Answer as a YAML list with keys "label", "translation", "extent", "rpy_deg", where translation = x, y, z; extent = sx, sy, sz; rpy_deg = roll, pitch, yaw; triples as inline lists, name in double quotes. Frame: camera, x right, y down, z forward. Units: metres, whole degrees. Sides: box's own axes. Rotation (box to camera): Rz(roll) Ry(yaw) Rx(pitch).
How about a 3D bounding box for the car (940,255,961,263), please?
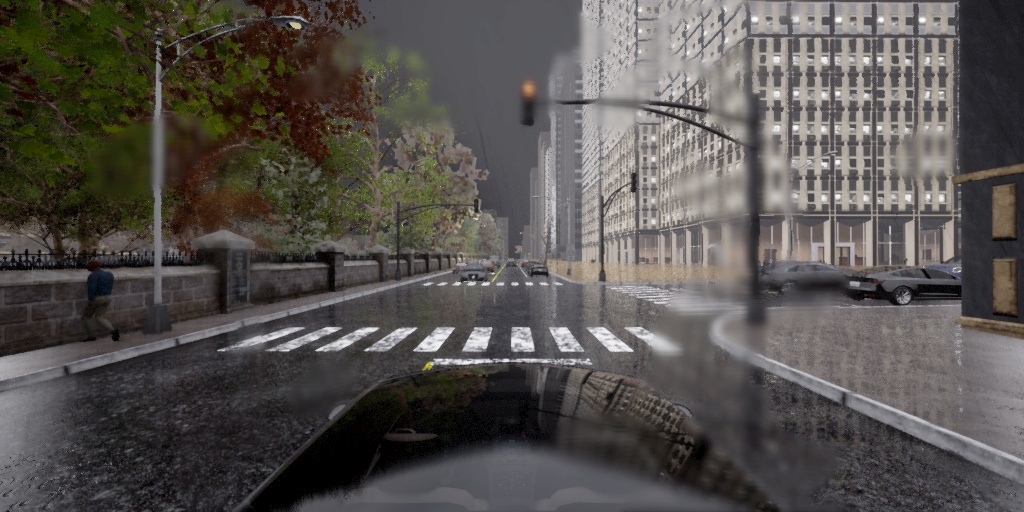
- label: "car"
  translation: [24.505, 0.669, 19.025]
  extent: [4.553, 1.767, 2.097]
  rpy_deg: [-1, 0, 0]

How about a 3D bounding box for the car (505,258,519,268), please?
- label: "car"
  translation: [-0.116, 1.294, 62.551]
  extent: [1.837, 1.490, 4.892]
  rpy_deg: [0, 0, 0]

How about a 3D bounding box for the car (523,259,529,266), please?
- label: "car"
  translation: [2.615, 1.334, 41.353]
  extent: [1.948, 1.339, 4.313]
  rpy_deg: [0, 0, 0]

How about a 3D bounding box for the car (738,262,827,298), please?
- label: "car"
  translation: [12.976, 0.991, 15.801]
  extent: [4.902, 1.511, 2.128]
  rpy_deg: [-1, 0, 1]

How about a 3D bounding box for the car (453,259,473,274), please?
- label: "car"
  translation: [-5.766, 1.350, 41.337]
  extent: [1.802, 1.307, 4.207]
  rpy_deg: [0, 0, 0]

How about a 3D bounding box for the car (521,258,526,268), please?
- label: "car"
  translation: [2.604, 1.338, 46.985]
  extent: [1.948, 1.339, 4.313]
  rpy_deg: [0, 0, 0]

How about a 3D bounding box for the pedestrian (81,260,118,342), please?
- label: "pedestrian"
  translation: [-8.873, 0.892, 7.656]
  extent: [0.375, 1.860, 0.375]
  rpy_deg: [0, 0, 0]

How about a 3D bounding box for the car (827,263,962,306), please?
- label: "car"
  translation: [14.663, 1.026, 13.160]
  extent: [4.313, 1.339, 1.948]
  rpy_deg: [0, 0, 0]

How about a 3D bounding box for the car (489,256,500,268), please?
- label: "car"
  translation: [-3.169, 1.013, 61.896]
  extent: [2.150, 2.045, 5.566]
  rpy_deg: [0, 0, 0]

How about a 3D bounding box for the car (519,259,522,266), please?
- label: "car"
  translation: [2.573, 1.336, 63.883]
  extent: [1.888, 1.381, 4.507]
  rpy_deg: [0, 0, 0]

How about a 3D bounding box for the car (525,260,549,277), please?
- label: "car"
  translation: [2.625, 1.330, 35.720]
  extent: [1.948, 1.339, 4.313]
  rpy_deg: [0, 0, 0]

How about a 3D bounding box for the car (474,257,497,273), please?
- label: "car"
  translation: [-3.174, 1.247, 43.937]
  extent: [1.882, 1.535, 5.008]
  rpy_deg: [0, 0, 0]

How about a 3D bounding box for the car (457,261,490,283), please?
- label: "car"
  translation: [-2.907, 1.323, 27.517]
  extent: [1.994, 1.385, 4.181]
  rpy_deg: [0, 0, -4]
